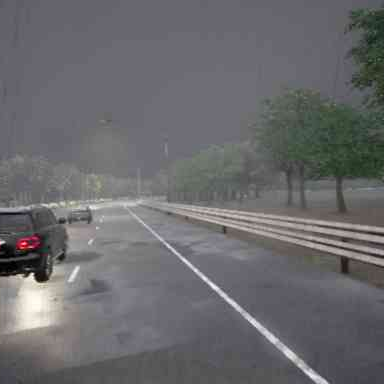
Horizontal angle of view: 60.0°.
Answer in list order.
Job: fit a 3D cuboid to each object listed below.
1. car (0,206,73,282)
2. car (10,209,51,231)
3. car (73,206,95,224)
[{"bbox_3d":[-5.314,1.458,10.364,2.150,2.045,5.566,-2,0,-13],"label":"car"},{"bbox_3d":[-12.647,2.135,26.286,1.994,1.385,4.181,-2,0,-13],"label":"car"},{"bbox_3d":[-9.899,2.012,29.874,2.128,1.511,4.902,-2,0,-13],"label":"car"}]
